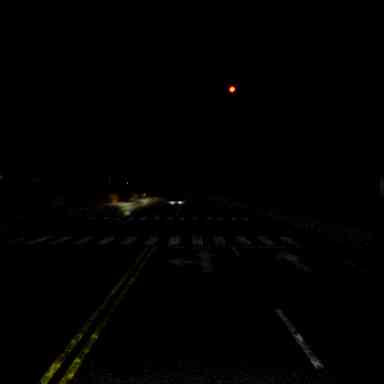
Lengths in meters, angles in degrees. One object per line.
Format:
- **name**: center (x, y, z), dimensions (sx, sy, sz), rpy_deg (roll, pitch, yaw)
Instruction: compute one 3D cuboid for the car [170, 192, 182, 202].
- **car**: center (-3.219, 0.946, 68.216), dimensions (2.150, 2.045, 5.566), rpy_deg (0, 0, 0)
